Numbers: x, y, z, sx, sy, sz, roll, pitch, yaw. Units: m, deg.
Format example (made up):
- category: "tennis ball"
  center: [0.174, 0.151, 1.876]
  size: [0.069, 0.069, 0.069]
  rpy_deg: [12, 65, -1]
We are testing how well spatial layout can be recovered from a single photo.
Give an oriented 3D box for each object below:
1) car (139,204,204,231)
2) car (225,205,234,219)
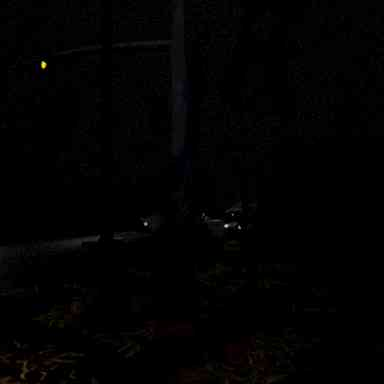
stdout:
- category: "car"
  center: [-1.123, 1.491, 20.275]
  size: [2.128, 1.511, 4.902]
  rpy_deg: [0, 0, 35]
- category: "car"
  center: [4.570, 1.525, 28.332]
  size: [1.812, 1.442, 4.674]
  rpy_deg: [0, 0, 35]
